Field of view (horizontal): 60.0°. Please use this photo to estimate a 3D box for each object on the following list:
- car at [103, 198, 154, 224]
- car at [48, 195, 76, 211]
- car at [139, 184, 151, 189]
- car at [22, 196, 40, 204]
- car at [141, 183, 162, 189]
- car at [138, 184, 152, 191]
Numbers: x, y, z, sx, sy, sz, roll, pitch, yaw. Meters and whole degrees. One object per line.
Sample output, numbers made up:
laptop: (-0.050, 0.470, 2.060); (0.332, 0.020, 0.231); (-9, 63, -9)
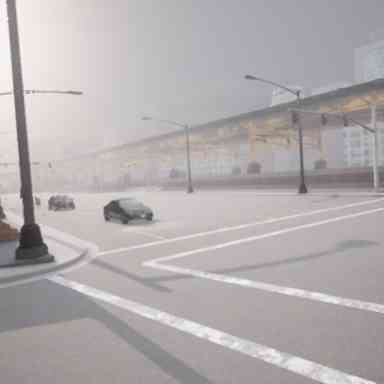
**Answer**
car: (-4.180, 1.116, 21.145); (1.812, 1.442, 4.674); (-5, 3, -35)
car: (-13.578, 1.097, 34.524); (1.837, 1.490, 4.892); (-5, 3, -35)
car: (-11.824, -1.410, 84.152); (1.853, 1.218, 4.536); (-3, 3, 9)
car: (-23.985, 1.256, 49.527); (1.895, 1.301, 4.718); (-5, 3, -35)
car: (-9.124, -1.411, 80.320); (4.536, 1.218, 1.853); (-3, 3, 19)
car: (-11.821, -1.250, 84.107); (2.038, 1.542, 4.974); (-3, 3, 9)
